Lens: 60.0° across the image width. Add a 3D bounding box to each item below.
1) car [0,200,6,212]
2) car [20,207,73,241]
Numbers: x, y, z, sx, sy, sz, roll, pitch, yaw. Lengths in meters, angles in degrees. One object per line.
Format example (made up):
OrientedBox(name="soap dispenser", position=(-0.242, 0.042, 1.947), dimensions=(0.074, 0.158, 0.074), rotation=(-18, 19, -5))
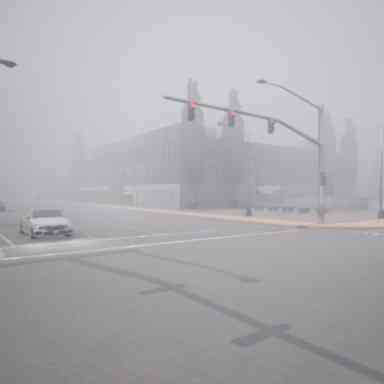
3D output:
OrientedBox(name="car", position=(-22.069, 1.511, 37.172), dimensions=(2.033, 1.411, 5.357), rotation=(0, 0, -36))
OrientedBox(name="car", position=(-7.537, 1.523, 17.005), dimensions=(1.812, 1.442, 4.674), rotation=(0, 0, -36))
